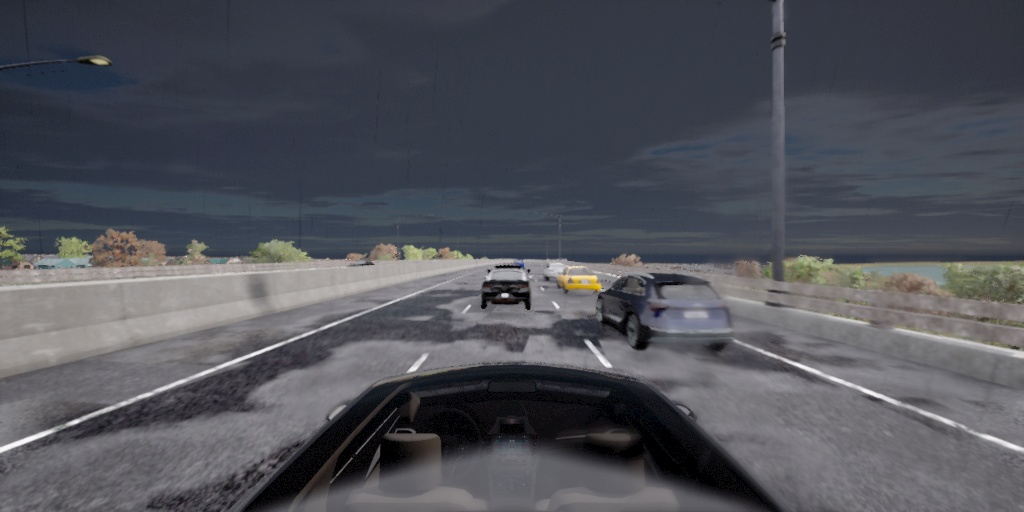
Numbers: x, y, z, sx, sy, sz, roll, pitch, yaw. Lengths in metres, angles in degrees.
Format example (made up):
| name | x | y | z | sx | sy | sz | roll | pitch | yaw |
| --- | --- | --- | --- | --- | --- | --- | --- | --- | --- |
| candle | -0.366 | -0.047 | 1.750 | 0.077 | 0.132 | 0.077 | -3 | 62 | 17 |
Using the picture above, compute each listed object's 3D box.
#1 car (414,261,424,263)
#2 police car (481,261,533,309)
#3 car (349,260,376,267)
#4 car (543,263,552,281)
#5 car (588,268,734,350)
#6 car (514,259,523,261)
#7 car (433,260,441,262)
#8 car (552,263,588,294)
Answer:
| name | x | y | z | sx | sy | sz | roll | pitch | yaw |
| --- | --- | --- | --- | --- | --- | --- | --- | --- | --- |
| car | -16.470 | 1.455 | 62.840 | 1.895 | 1.301 | 4.718 | 0 | 0 | -4 |
| police car | -0.150 | 1.184 | 15.260 | 1.930 | 1.638 | 5.238 | 0 | 0 | 2 |
| car | -20.409 | 1.285 | 49.037 | 1.882 | 1.535 | 5.008 | 0 | 0 | 2 |
| car | 3.742 | 1.309 | 30.925 | 1.812 | 1.442 | 4.674 | 0 | 0 | 1 |
| car | 3.512 | 1.188 | 9.081 | 2.033 | 1.649 | 4.856 | 0 | 0 | 0 |
| car | 1.033 | 1.336 | 59.586 | 1.882 | 1.535 | 5.008 | 0 | 0 | 2 |
| car | -13.000 | 1.379 | 61.911 | 1.812 | 1.442 | 4.674 | 0 | -1 | -3 |
| car | 3.594 | 1.223 | 20.193 | 1.801 | 1.575 | 5.366 | 0 | 0 | 1 |
